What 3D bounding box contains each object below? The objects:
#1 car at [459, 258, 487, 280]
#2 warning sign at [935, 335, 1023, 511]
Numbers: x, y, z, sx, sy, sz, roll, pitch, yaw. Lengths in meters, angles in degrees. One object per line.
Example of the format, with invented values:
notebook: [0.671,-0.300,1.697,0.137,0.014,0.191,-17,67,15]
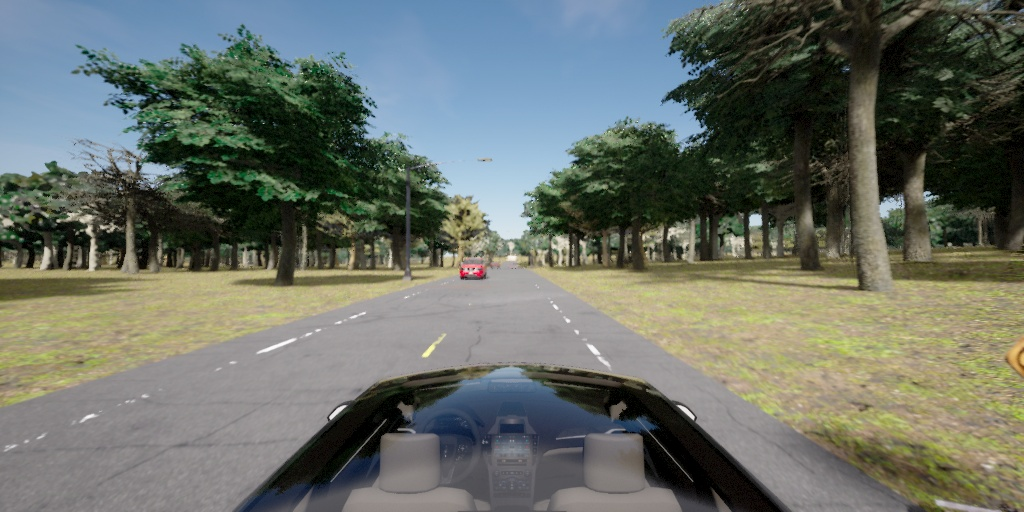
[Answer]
car: [-3.599,1.183,34.058,2.150,2.045,5.566,0,-1,0]
warning sign: [3.550,0.866,2.108,1.300,1.860,1.060,0,0,0]
